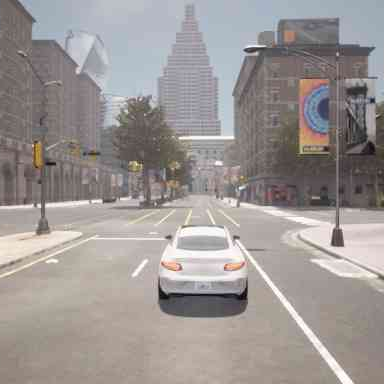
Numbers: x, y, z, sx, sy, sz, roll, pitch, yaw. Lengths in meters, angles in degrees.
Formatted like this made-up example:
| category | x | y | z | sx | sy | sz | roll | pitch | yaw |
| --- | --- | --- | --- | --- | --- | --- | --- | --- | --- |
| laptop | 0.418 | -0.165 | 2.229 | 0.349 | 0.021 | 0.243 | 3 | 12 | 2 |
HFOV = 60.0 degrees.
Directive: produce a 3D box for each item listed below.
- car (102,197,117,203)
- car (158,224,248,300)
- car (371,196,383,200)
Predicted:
| category | x | y | z | sx | sy | sz | roll | pitch | yaw |
| --- | --- | --- | --- | --- | --- | --- | --- | --- | --- |
| car | -16.742 | 1.595 | 67.350 | 1.895 | 1.301 | 4.718 | 0 | 0 | 1 |
| car | 0.261 | 1.526 | 8.285 | 1.812 | 1.442 | 4.674 | 0 | 0 | 2 |
| car | 35.971 | 1.481 | 67.558 | 2.231 | 1.521 | 4.892 | 0 | 0 | 1 |
